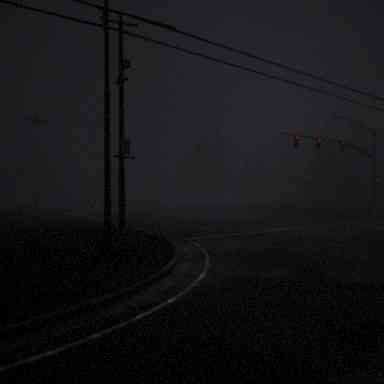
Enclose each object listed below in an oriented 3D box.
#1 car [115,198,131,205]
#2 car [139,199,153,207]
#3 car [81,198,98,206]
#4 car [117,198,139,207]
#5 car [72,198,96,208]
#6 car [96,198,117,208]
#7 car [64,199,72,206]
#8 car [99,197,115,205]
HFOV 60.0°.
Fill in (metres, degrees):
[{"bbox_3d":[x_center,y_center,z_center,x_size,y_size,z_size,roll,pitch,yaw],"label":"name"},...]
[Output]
[{"bbox_3d":[-14.390,1.898,69.522,1.812,1.442,4.674,0,0,-32],"label":"car"},{"bbox_3d":[-8.843,1.895,60.560,2.033,1.411,5.357,0,0,-32],"label":"car"},{"bbox_3d":[-20.343,1.948,65.838,2.128,1.511,4.902,0,0,-32],"label":"car"},{"bbox_3d":[-11.818,1.909,58.716,2.033,1.411,5.357,0,0,-32],"label":"car"},{"bbox_3d":[-18.028,1.746,55.447,2.097,1.767,4.553,0,0,-32],"label":"car"},{"bbox_3d":[-14.979,1.905,57.173,1.812,1.442,4.674,0,0,-32],"label":"car"},{"bbox_3d":[-23.319,2.021,63.997,2.033,1.411,5.357,0,0,-32],"label":"car"},{"bbox_3d":[-17.367,1.888,67.680,1.837,1.490,4.892,0,0,-32],"label":"car"}]
